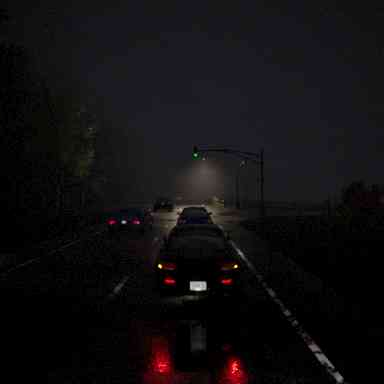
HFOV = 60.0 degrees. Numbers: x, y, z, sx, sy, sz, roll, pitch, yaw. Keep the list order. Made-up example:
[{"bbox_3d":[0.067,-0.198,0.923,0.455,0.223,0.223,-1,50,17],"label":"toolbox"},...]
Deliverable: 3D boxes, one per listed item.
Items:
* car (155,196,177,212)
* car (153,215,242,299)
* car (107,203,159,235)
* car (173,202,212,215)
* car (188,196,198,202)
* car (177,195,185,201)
[{"bbox_3d":[-3.303,1.358,39.646,2.097,1.767,4.553,0,0,0],"label":"car"},{"bbox_3d":[0.119,1.528,8.320,1.812,1.442,4.674,0,0,0],"label":"car"},{"bbox_3d":[-3.347,1.552,18.926,2.033,1.411,5.357,0,0,0],"label":"car"},{"bbox_3d":[0.143,1.530,18.219,1.812,1.442,4.674,0,0,0],"label":"car"},{"bbox_3d":[0.254,1.551,67.338,2.033,1.411,5.357,0,0,0],"label":"car"},{"bbox_3d":[-3.298,1.595,82.943,1.895,1.301,4.718,0,0,0],"label":"car"}]
